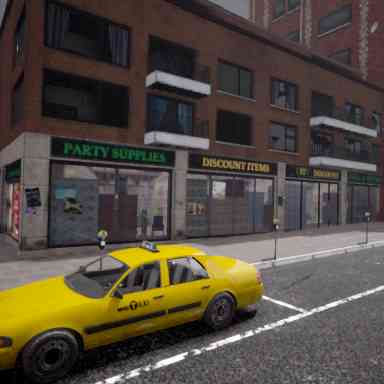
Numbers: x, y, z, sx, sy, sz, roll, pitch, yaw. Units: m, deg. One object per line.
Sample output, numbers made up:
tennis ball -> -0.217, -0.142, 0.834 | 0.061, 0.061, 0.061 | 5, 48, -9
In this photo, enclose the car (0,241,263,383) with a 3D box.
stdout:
car -> -0.940, 1.527, 5.401 | 4.829, 1.417, 1.752 | 0, 2, -35
